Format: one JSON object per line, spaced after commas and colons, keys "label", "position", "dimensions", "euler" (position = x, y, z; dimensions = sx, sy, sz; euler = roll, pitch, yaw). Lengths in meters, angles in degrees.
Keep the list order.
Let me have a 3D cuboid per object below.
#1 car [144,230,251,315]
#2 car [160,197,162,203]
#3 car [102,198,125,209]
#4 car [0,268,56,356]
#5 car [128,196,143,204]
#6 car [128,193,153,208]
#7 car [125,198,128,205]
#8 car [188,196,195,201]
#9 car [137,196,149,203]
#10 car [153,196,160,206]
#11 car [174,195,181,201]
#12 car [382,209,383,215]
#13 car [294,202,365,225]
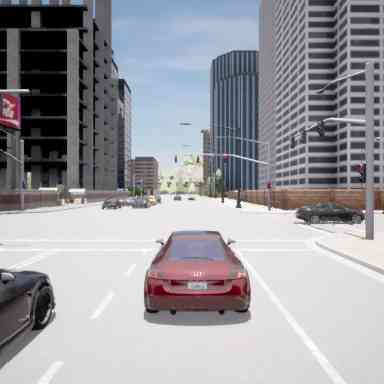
{"label": "car", "position": [0.089, 1.564, 7.660], "dimensions": [1.994, 1.385, 4.181], "euler": [0, 0, 0]}
{"label": "car", "position": [-7.106, 1.505, 66.552], "dimensions": [1.837, 1.490, 4.892], "euler": [0, 0, 0]}
{"label": "car", "position": [-10.662, 1.526, 44.475], "dimensions": [1.812, 1.442, 4.674], "euler": [0, 0, 0]}
{"label": "car", "position": [-3.413, 1.564, 4.244], "dimensions": [1.994, 1.385, 4.181], "euler": [0, 0, 0]}
{"label": "car", "position": [-10.612, 1.564, 62.730], "dimensions": [1.994, 1.385, 4.181], "euler": [0, 0, 0]}
{"label": "car", "position": [-7.159, 1.352, 47.018], "dimensions": [2.097, 1.767, 4.553], "euler": [0, 0, 0]}
{"label": "car", "position": [-10.637, 1.601, 53.583], "dimensions": [1.895, 1.301, 4.718], "euler": [0, 0, 0]}
{"label": "car", "position": [-0.135, 1.595, 84.240], "dimensions": [1.895, 1.301, 4.718], "euler": [0, 0, 0]}
{"label": "car", "position": [-10.616, 1.552, 72.725], "dimensions": [1.994, 1.385, 4.181], "euler": [0, 0, 0]}
{"label": "car", "position": [-7.120, 1.478, 56.354], "dimensions": [1.882, 1.535, 5.008], "euler": [0, 0, 0]}
{"label": "car", "position": [-3.635, 1.525, 84.205], "dimensions": [2.128, 1.511, 4.902], "euler": [0, 0, 0]}
{"label": "car", "position": [18.507, 1.601, 27.580], "dimensions": [4.718, 1.301, 1.895], "euler": [0, 0, 0]}
{"label": "car", "position": [9.887, 1.505, 23.821], "dimensions": [4.892, 1.490, 1.837], "euler": [0, 0, 0]}
